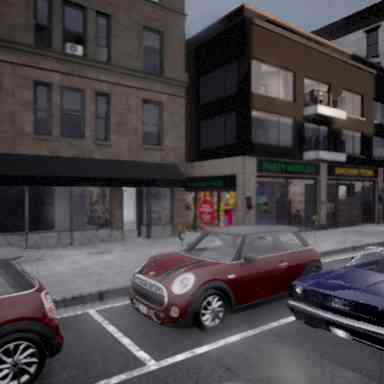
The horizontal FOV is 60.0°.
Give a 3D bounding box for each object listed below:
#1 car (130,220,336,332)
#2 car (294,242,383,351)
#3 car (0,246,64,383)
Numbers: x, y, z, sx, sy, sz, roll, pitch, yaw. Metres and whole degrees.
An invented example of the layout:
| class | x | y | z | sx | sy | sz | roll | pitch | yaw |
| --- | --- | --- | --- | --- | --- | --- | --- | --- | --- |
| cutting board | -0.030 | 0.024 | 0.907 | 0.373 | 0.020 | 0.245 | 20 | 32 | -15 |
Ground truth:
| class | x | y | z | sx | sy | sz | roll | pitch | yaw |
| --- | --- | --- | --- | --- | --- | --- | --- | --- | --- |
| car | 0.802 | 1.440 | 6.765 | 4.097 | 1.590 | 1.967 | 0 | 0 | -36 |
| car | 3.806 | 1.600 | 5.797 | 4.718 | 1.301 | 1.895 | 0 | 0 | -36 |
| car | -3.680 | 1.442 | 3.558 | 4.097 | 1.590 | 1.967 | 0 | 0 | -36 |
